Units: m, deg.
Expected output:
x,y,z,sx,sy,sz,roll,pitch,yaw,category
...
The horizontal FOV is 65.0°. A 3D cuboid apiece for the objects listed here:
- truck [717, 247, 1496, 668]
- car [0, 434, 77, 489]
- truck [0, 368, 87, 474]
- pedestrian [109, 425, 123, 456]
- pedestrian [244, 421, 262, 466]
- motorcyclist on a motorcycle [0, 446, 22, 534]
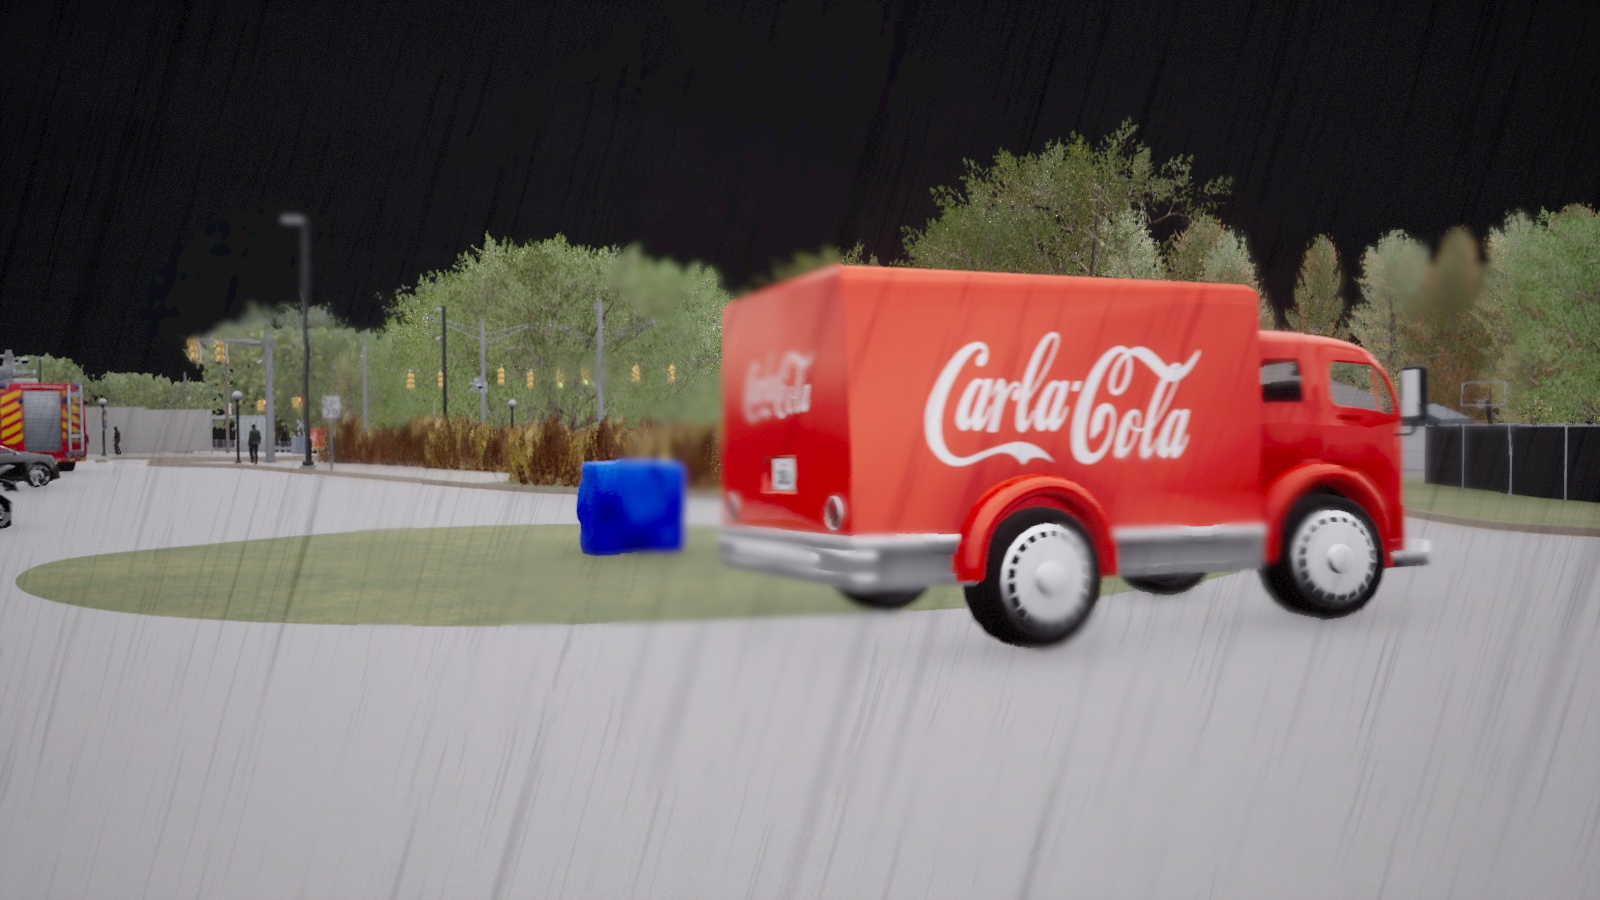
x,y,z,sx,sy,sz,roll,pitch,yaw,category
2.277,0.058,9.584,5.204,2.467,2.627,0,-1,-23,truck
-24.001,0.370,36.401,2.128,1.511,4.902,0,2,25,car
-30.863,-1.069,49.234,2.891,3.827,8.468,-2,1,-44,truck
-43.145,-0.630,79.227,0.395,1.930,0.692,2,3,42,pedestrian
-24.365,-0.290,55.950,0.788,1.949,0.423,2,3,44,pedestrian
-14.723,0.707,21.606,0.866,1.530,2.191,1,1,21,motorcyclist on a motorcycle
